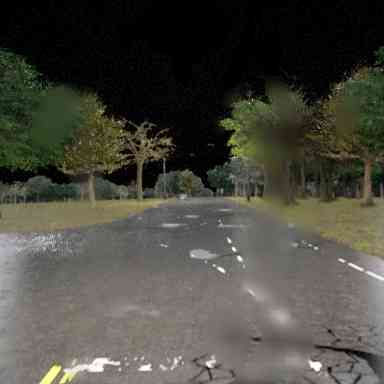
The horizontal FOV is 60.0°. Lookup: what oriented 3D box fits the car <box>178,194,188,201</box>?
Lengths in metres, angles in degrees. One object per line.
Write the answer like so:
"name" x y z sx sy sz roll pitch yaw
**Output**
"car" -1.890 1.125 68.873 2.128 1.511 4.902 -1 1 2
